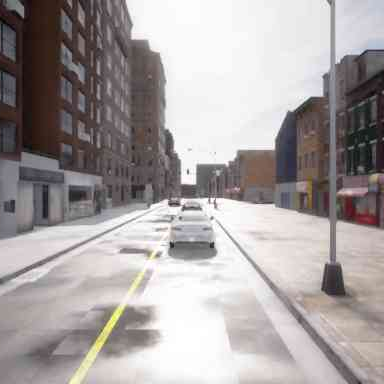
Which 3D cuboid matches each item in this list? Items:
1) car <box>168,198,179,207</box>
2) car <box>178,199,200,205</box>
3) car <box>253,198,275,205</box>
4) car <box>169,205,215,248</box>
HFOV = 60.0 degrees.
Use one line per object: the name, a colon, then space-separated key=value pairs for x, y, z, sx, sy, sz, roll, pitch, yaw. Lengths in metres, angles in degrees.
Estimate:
car: x=-2.750 y=1.650 z=52.620 sx=1.895 sy=1.301 sz=4.718 roll=0 pitch=0 yaw=0
car: x=0.000 y=1.515 z=29.650 sx=1.837 sy=1.490 sz=4.892 roll=0 pitch=0 yaw=0
car: x=13.220 y=1.691 z=59.921 sx=4.313 sy=1.339 sz=1.947 roll=0 pitch=-1 yaw=0
car: x=0.000 y=1.532 z=14.650 sx=1.812 sy=1.442 sz=4.674 roll=0 pitch=0 yaw=0
